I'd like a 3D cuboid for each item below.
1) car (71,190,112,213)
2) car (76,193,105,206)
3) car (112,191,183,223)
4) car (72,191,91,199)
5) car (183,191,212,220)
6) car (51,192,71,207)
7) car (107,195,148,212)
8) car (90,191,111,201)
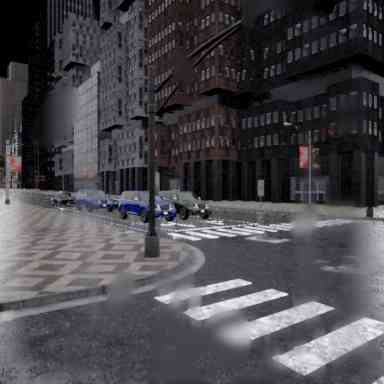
[{"bbox_3d":[-9.386,0.806,31.782,2.150,2.045,5.566,0,1,-36],"label":"car"},{"bbox_3d":[-12.976,0.918,42.275,2.128,1.511,4.902,0,1,-36],"label":"car"},{"bbox_3d":[-3.296,0.953,23.396,2.150,2.045,5.566,0,1,-36],"label":"car"},{"bbox_3d":[-22.033,0.529,66.115,2.128,1.511,4.902,0,1,-36],"label":"car"},{"bbox_3d":[-0.811,0.944,25.523,2.150,2.045,5.566,0,1,-34],"label":"car"},{"bbox_3d":[-15.621,1.031,40.381,1.895,1.301,4.718,0,1,-36],"label":"car"},{"bbox_3d":[-6.524,1.077,33.373,2.128,1.511,4.902,0,1,-36],"label":"car"},{"bbox_3d":[-15.866,0.681,57.627,1.882,1.535,5.008,0,1,-36],"label":"car"}]
